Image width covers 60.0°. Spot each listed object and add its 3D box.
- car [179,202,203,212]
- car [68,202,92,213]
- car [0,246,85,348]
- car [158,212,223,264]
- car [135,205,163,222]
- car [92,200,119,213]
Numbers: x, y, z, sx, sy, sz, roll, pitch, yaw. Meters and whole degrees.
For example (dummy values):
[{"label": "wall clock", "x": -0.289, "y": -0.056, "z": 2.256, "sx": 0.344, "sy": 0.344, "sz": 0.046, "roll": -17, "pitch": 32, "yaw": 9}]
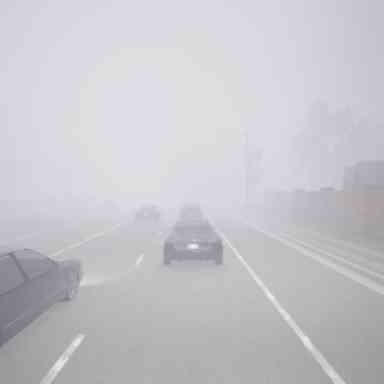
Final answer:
[{"label": "car", "x": -0.077, "y": 1.644, "z": 29.073, "sx": 1.882, "sy": 1.535, "sz": 5.008, "roll": 0, "pitch": 0, "yaw": 0}, {"label": "car", "x": -14.194, "y": 1.918, "z": 42.603, "sx": 1.895, "sy": 1.301, "sz": 4.718, "roll": 0, "pitch": 0, "yaw": 2}, {"label": "car", "x": -3.456, "y": 1.617, "z": 5.463, "sx": 2.033, "sy": 1.411, "sz": 5.357, "roll": 0, "pitch": 0, "yaw": 0}, {"label": "car", "x": 0.027, "y": 1.655, "z": 12.250, "sx": 1.994, "sy": 1.385, "sz": 4.181, "roll": 0, "pitch": 0, "yaw": 0}, {"label": "car", "x": -3.572, "y": 1.748, "z": 27.921, "sx": 1.994, "sy": 1.385, "sz": 4.181, "roll": 0, "pitch": 0, "yaw": 0}, {"label": "car", "x": -10.658, "y": 1.798, "z": 42.373, "sx": 1.837, "sy": 1.490, "sz": 4.892, "roll": -1, "pitch": -1, "yaw": 2}]
